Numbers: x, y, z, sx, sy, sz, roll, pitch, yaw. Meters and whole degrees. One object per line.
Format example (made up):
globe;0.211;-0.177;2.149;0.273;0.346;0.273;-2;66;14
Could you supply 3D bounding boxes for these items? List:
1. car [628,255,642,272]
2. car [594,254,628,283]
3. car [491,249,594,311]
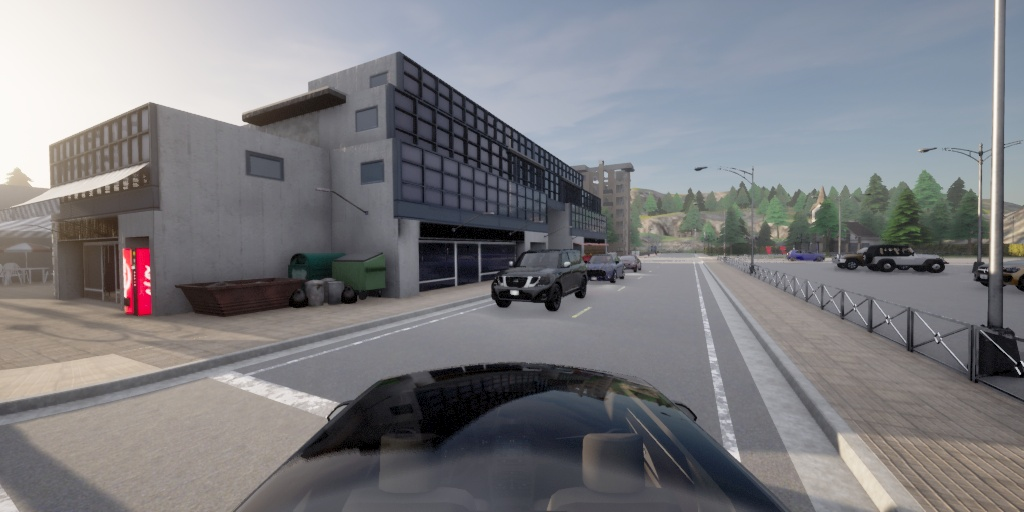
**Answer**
car;10.296;0.619;31.737;1.812;1.442;4.674;0;1;27
car;5.712;0.668;22.589;2.097;1.767;4.553;0;1;27
car;1.310;0.752;13.792;2.150;2.045;5.566;0;1;27
